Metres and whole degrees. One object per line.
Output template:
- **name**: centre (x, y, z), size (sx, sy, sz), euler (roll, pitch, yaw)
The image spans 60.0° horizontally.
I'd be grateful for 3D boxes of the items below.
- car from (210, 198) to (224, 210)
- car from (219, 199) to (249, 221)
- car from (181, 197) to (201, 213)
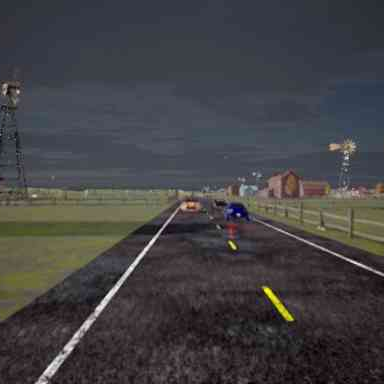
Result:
- **car**: centre (3.432, 1.521, 42.469), size (2.128, 1.511, 4.902), euler (0, 0, 0)
- **car**: centre (3.505, 1.539, 27.202), size (1.812, 1.442, 4.674), euler (0, 0, 0)
- **car**: centre (-0.086, 1.361, 36.777), size (2.097, 1.767, 4.553), euler (0, 0, 0)
